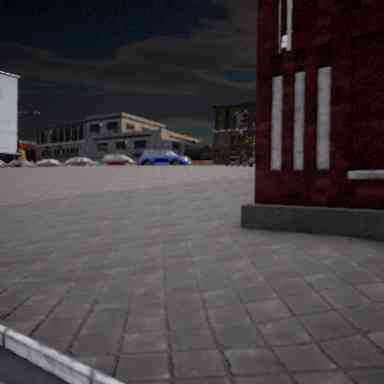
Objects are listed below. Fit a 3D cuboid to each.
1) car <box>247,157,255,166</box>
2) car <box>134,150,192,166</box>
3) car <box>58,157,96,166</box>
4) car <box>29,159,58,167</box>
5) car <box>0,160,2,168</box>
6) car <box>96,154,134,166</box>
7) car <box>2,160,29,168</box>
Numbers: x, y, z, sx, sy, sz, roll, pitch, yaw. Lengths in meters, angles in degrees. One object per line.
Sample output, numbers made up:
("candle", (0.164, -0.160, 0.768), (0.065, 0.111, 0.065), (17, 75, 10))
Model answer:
("car", (7.401, -2.718, 30.553), (4.674, 1.452, 2.002), (2, 1, 22))
("car", (-2.781, -3.368, 34.799), (5.566, 2.045, 2.435), (2, 1, 25))
("car", (-12.962, -3.392, 39.582), (4.892, 1.521, 2.231), (1, 1, 27))
("car", (-17.793, -3.458, 42.040), (4.674, 1.452, 2.002), (1, 1, 28))
("car", (-27.649, -3.838, 47.449), (4.553, 1.767, 2.185), (1, 1, 31))
("car", (-7.881, -3.391, 37.139), (4.553, 1.767, 2.185), (1, 1, 26))
("car", (-22.657, -3.574, 44.648), (4.792, 1.488, 2.163), (1, 1, 29))
